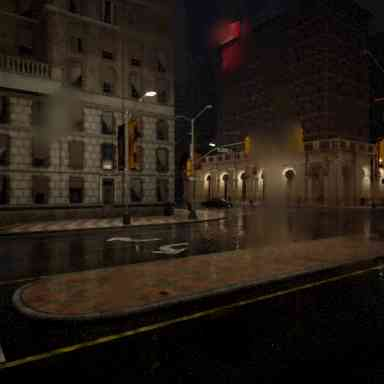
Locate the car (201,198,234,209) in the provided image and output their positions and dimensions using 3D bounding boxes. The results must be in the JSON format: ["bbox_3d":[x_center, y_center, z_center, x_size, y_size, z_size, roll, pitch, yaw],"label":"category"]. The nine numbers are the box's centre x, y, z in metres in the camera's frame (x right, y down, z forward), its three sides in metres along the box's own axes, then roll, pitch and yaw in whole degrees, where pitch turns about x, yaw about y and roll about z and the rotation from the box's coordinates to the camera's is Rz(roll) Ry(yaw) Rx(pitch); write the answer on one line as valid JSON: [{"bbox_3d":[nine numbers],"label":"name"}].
[{"bbox_3d":[3.454,1.547,46.941,2.033,1.411,5.357,0,0,-36],"label":"car"}]

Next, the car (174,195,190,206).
[{"bbox_3d":[-2.256,1.526,54.998,1.812,1.442,4.674,0,0,-35],"label":"car"}]
